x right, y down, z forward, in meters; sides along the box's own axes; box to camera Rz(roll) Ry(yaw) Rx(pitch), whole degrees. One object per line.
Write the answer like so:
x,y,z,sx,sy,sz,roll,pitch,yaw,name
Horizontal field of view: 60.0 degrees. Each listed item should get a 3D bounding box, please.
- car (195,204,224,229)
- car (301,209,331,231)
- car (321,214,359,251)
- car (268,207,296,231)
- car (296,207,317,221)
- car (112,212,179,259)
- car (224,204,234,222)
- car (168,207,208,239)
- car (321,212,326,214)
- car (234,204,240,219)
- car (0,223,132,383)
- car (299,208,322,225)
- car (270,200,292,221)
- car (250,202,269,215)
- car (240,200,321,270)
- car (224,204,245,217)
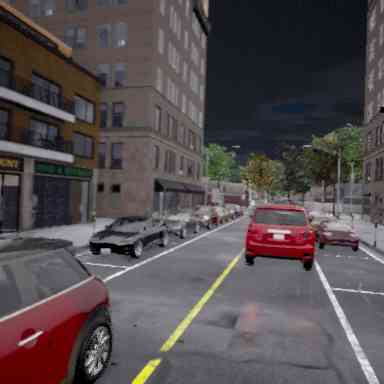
0.703,1.707,23.689,1.967,1.590,4.097,2,-1,16,car
9.902,2.193,26.857,1.887,1.381,4.507,2,-1,16,car
6.950,2.007,16.224,1.802,1.307,4.206,2,-1,16,car
7.009,2.033,25.912,1.837,1.490,4.892,2,-1,16,car
12.851,2.439,37.490,1.947,1.339,4.313,2,-1,16,car
-2.252,1.612,13.054,1.947,1.339,4.313,2,-1,16,car
2.129,1.901,28.841,1.752,1.417,4.829,2,-1,16,car
-0.776,1.707,18.370,2.008,1.369,4.403,2,-1,16,car
8.473,2.065,21.705,1.752,1.417,4.829,2,-1,16,car
3.653,1.932,34.322,1.967,1.590,4.097,2,-1,16,car
-2.502,1.285,2.632,2.097,1.767,4.553,2,-1,16,car
11.375,2.342,32.173,1.802,1.307,4.206,2,-1,16,car
10.212,1.999,37.897,2.150,2.045,5.566,2,-1,17,car
8.761,2.121,42.861,2.033,1.411,5.357,2,-1,16,car
3.293,1.472,12.486,2.150,2.045,5.566,2,0,15,car
5.123,2.186,39.638,1.802,1.307,4.206,2,-1,16,car
